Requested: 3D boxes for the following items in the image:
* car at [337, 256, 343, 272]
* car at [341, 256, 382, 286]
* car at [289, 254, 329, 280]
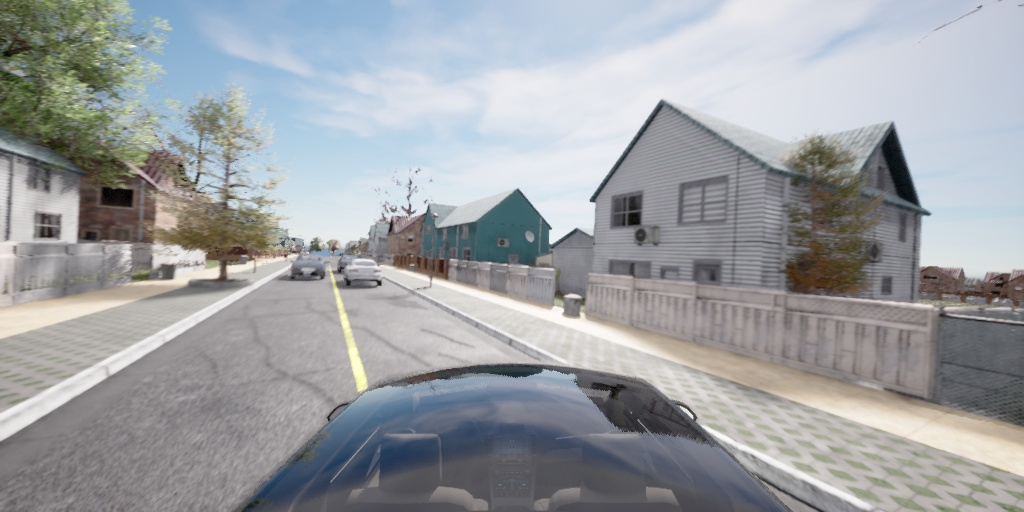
[{"bbox_3d":[-14.231,0.669,31.414,2.033,1.411,5.357,3,0,-27],"label":"car"},{"bbox_3d":[-8.716,0.876,20.935,1.812,1.442,4.674,3,0,-27],"label":"car"},{"bbox_3d":[-12.792,0.648,22.671,2.128,1.511,4.902,3,0,-28],"label":"car"}]
